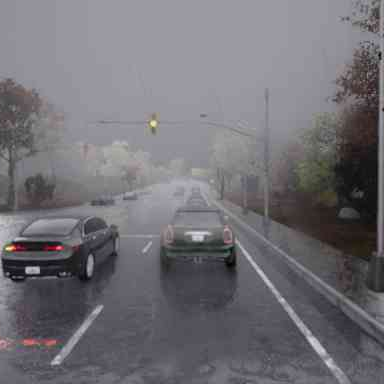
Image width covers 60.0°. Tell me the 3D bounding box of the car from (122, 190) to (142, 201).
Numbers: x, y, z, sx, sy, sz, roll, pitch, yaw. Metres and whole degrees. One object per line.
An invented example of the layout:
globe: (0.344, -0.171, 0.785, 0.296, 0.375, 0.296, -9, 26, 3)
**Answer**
car: (-9.974, 0.674, 54.162, 1.882, 1.535, 5.008, 0, 1, 1)

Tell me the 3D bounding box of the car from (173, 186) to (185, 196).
car: (-2.748, 0.091, 67.370, 2.033, 1.411, 5.357, 0, 4, 1)

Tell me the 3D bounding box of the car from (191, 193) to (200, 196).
car: (0.383, 1.121, 29.227, 2.033, 1.411, 5.357, 0, 1, 1)

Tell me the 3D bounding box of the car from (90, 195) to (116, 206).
car: (-10.199, 1.042, 38.364, 1.895, 1.301, 4.718, 0, 1, 1)

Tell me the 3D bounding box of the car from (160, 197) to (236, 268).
car: (0.181, 1.194, 10.886, 2.097, 1.767, 4.553, 0, 1, 1)

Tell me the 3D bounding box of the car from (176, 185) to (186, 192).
car: (-2.619, -0.774, 77.776, 2.033, 1.411, 5.357, 0, 4, 1)

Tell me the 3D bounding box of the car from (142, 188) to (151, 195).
car: (-9.724, -0.042, 69.323, 1.994, 1.385, 4.181, 0, 4, 1)

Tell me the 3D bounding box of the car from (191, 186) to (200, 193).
car: (0.752, 0.091, 67.327, 2.033, 1.411, 5.357, 0, 4, 1)

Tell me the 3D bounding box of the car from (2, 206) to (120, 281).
car: (-3.344, 1.366, 9.404, 1.837, 1.490, 4.892, 0, 1, 0)
